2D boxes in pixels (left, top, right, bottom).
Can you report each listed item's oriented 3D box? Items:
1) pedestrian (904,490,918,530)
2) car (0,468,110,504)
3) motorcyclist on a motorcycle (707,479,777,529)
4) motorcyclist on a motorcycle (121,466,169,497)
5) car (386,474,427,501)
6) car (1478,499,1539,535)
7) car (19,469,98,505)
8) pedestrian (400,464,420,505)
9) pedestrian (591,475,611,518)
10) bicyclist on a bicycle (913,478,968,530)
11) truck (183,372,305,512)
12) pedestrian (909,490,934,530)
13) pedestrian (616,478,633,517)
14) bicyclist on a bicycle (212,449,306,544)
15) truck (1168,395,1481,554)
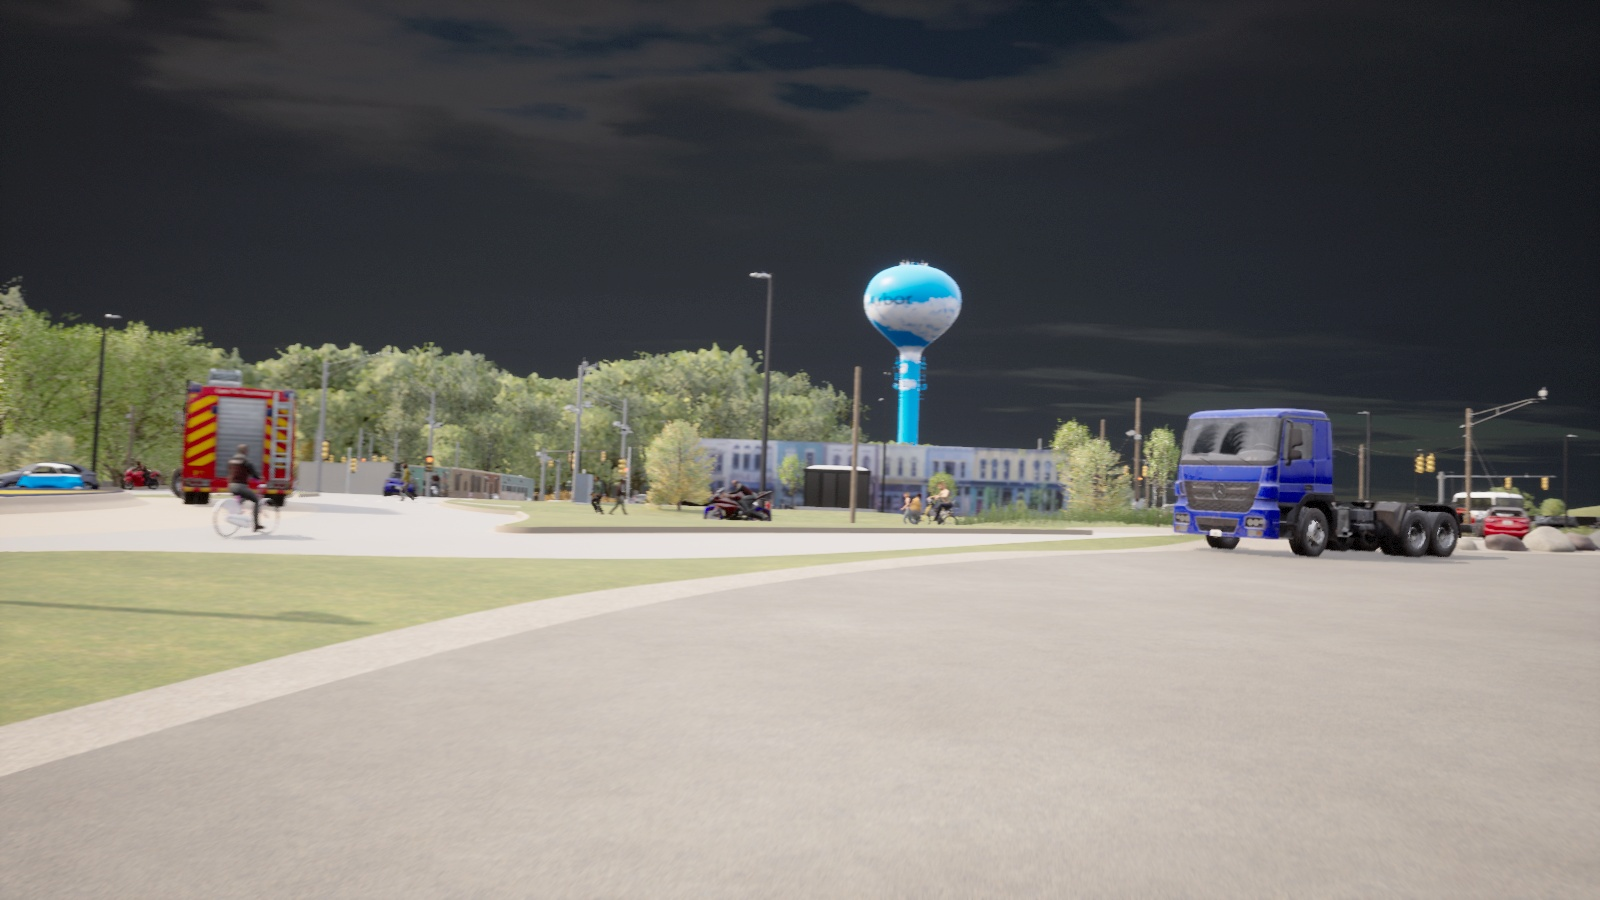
[{"bbox_3d":[5.120,2.783,58.046,0.594,1.836,0.345,2,-4,1],"label":"pedestrian"},{"bbox_3d":[-32.644,1.557,54.629,1.816,1.474,4.193,1,-1,39],"label":"car"},{"bbox_3d":[-1.875,1.757,40.662,2.191,1.530,0.866,2,-4,-3],"label":"motorcyclist on a motorcycle"},{"bbox_3d":[-32.899,1.562,63.141,0.797,1.523,2.044,-1,-1,28],"label":"motorcyclist on a motorcycle"},{"bbox_3d":[-22.755,2.177,72.720,1.816,1.474,4.193,2,-2,-12],"label":"car"},{"bbox_3d":[35.150,3.322,62.413,2.242,1.667,4.611,1,-3,24],"label":"car"},{"bbox_3d":[-29.100,1.465,49.318,2.207,1.376,1.481,0,-4,8],"label":"car"},{"bbox_3d":[-17.750,1.585,57.204,0.726,1.835,0.370,2,-4,-10],"label":"pedestrian"},{"bbox_3d":[-9.151,2.124,57.788,0.788,1.949,0.423,2,-4,-6],"label":"pedestrian"},{"bbox_3d":[4.675,1.803,41.702,1.509,1.612,0.866,5,-4,-14],"label":"bicyclist on a bicycle"},{"bbox_3d":[-17.458,-0.123,39.106,2.891,3.827,8.468,3,-2,-27],"label":"truck"},{"bbox_3d":[5.698,2.829,59.094,0.900,1.855,0.874,3,-4,-13],"label":"pedestrian"},{"bbox_3d":[-8.242,2.239,59.077,0.703,1.840,0.431,2,-4,-9],"label":"pedestrian"},{"bbox_3d":[-10.440,0.880,24.295,0.659,1.776,1.843,0,-1,15],"label":"bicyclist on a bicycle"},{"bbox_3d":[12.959,0.696,30.767,7.936,3.462,2.891,3,-2,-31],"label":"truck"}]
